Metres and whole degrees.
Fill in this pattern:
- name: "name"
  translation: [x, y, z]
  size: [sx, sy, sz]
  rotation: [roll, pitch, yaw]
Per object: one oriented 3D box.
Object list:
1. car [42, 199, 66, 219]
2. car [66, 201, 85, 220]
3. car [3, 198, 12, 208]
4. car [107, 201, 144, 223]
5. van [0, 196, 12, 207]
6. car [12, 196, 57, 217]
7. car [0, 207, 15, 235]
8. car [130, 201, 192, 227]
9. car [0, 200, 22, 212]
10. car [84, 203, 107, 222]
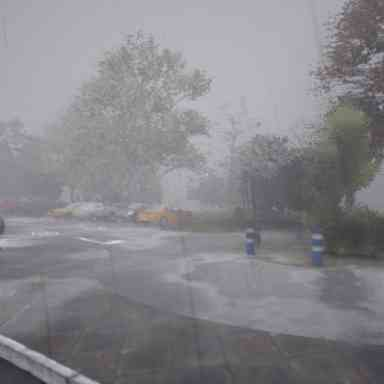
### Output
- name: "car"
  translation: [-10.916, 1.689, 31.615]
  size: [1.946, 1.575, 5.366]
  rotation: [0, 0, 36]
- name: "car"
  translation: [-8.566, 1.731, 30.137]
  size: [2.002, 1.452, 4.674]
  rotation: [0, 0, 36]
- name: "car"
  translation: [-17.550, 1.724, 36.620]
  size: [2.163, 1.488, 4.792]
  rotation: [0, 0, 36]
- name: "car"
  translation: [-4.162, 1.564, 26.985]
  size: [2.185, 1.767, 4.553]
  rotation: [0, 0, 36]
- name: "van"
  translation: [-19.808, 1.472, 38.437]
  size: [1.878, 1.987, 4.442]
  rotation: [0, 0, 36]
- name: "car"
  translation: [-15.275, 1.442, 35.041]
  size: [2.435, 2.045, 5.566]
  rotation: [0, 0, 36]
- name: "car"
  translation: [-11.776, 1.727, 16.275]
  size: [2.163, 1.488, 4.792]
  rotation: [0, 0, 36]
- name: "car"
  translation: [-1.940, 1.688, 25.329]
  size: [2.097, 1.535, 5.008]
  rotation: [0, 0, 36]
- name: "car"
  translation: [-24.239, 1.746, 41.542]
  size: [2.163, 1.488, 4.792]
  rotation: [0, 0, 36]
- name: "car"
  translation: [-6.339, 1.720, 28.489]
  size: [2.163, 1.488, 4.792]
  rotation: [0, 0, 36]
